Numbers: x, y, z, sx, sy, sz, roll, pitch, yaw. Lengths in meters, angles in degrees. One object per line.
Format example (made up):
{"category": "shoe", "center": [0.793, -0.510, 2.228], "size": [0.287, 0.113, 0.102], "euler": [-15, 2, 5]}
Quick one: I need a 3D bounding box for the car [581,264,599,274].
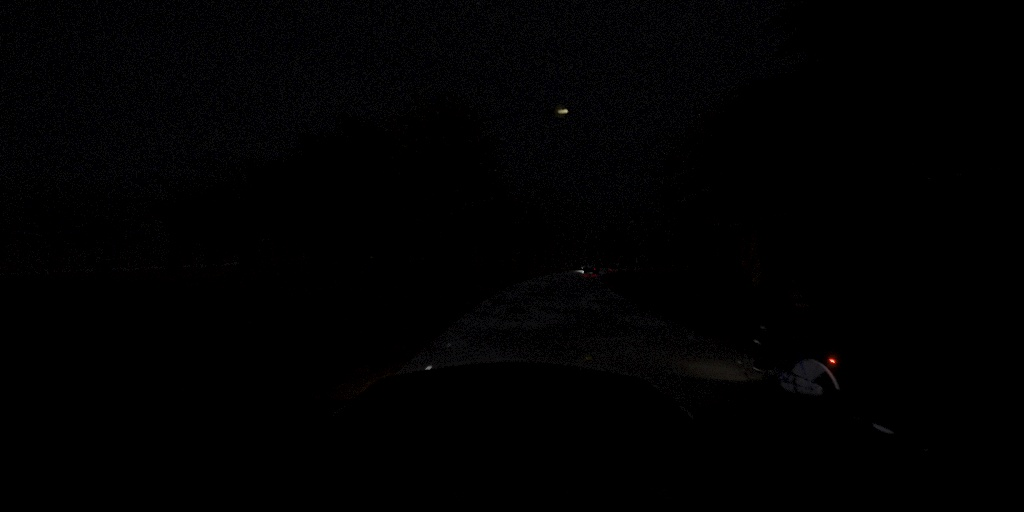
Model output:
{"category": "car", "center": [11.596, 1.929, 52.154], "size": [1.895, 1.301, 4.718], "euler": [1, 0, 18]}

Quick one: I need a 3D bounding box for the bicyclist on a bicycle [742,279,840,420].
{"category": "bicyclist on a bicycle", "center": [3.904, 1.210, 5.194], "size": [0.659, 1.776, 1.843], "euler": [1, 0, 1]}
